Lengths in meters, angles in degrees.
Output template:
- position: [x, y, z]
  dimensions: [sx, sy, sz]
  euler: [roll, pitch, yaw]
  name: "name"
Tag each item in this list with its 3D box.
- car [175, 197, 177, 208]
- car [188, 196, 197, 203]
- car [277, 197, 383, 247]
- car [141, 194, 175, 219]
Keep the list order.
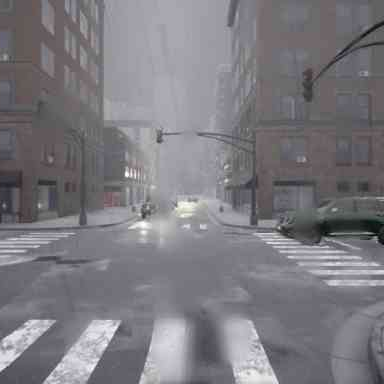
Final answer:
- position: [-3.087, 1.545, 39.461]
  dimensions: [1.812, 1.442, 4.674]
  euler: [0, 0, 0]
  name: "car"
- position: [0.130, 1.519, 70.034]
  dimensions: [2.128, 1.511, 4.902]
  euler: [0, 0, 0]
  name: "car"
- position: [6.637, 1.233, 14.679]
  dimensions: [5.566, 2.045, 2.150]
  euler: [0, 0, 0]
  name: "car"
- position: [-3.075, 1.236, 29.788]
  dimensions: [2.150, 2.045, 5.566]
  euler: [0, 0, 2]
  name: "car"
